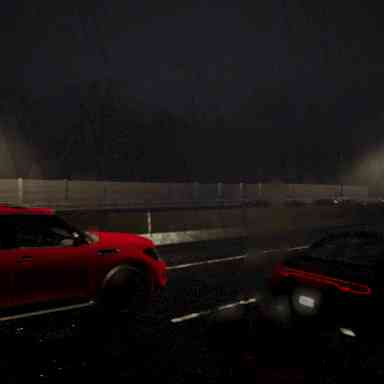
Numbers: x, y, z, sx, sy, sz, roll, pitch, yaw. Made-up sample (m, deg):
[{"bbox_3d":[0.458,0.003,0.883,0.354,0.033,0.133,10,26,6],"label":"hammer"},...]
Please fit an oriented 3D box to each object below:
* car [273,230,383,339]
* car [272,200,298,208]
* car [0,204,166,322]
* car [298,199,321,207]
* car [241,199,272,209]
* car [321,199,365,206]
[{"bbox_3d":[3.729,1.479,6.406,5.008,1.535,1.882,0,0,-35],"label":"car"},{"bbox_3d":[11.643,1.586,38.076,4.181,1.385,1.994,0,0,-35],"label":"car"},{"bbox_3d":[-3.177,1.222,5.779,5.566,2.045,2.150,0,0,-35],"label":"car"},{"bbox_3d":[13.905,1.527,35.392,4.892,1.490,1.837,0,0,-35],"label":"car"},{"bbox_3d":[7.772,1.583,39.617,4.181,1.385,1.994,0,0,-35],"label":"car"},{"bbox_3d":[14.937,1.512,31.832,4.902,1.511,2.128,0,0,-35],"label":"car"}]
